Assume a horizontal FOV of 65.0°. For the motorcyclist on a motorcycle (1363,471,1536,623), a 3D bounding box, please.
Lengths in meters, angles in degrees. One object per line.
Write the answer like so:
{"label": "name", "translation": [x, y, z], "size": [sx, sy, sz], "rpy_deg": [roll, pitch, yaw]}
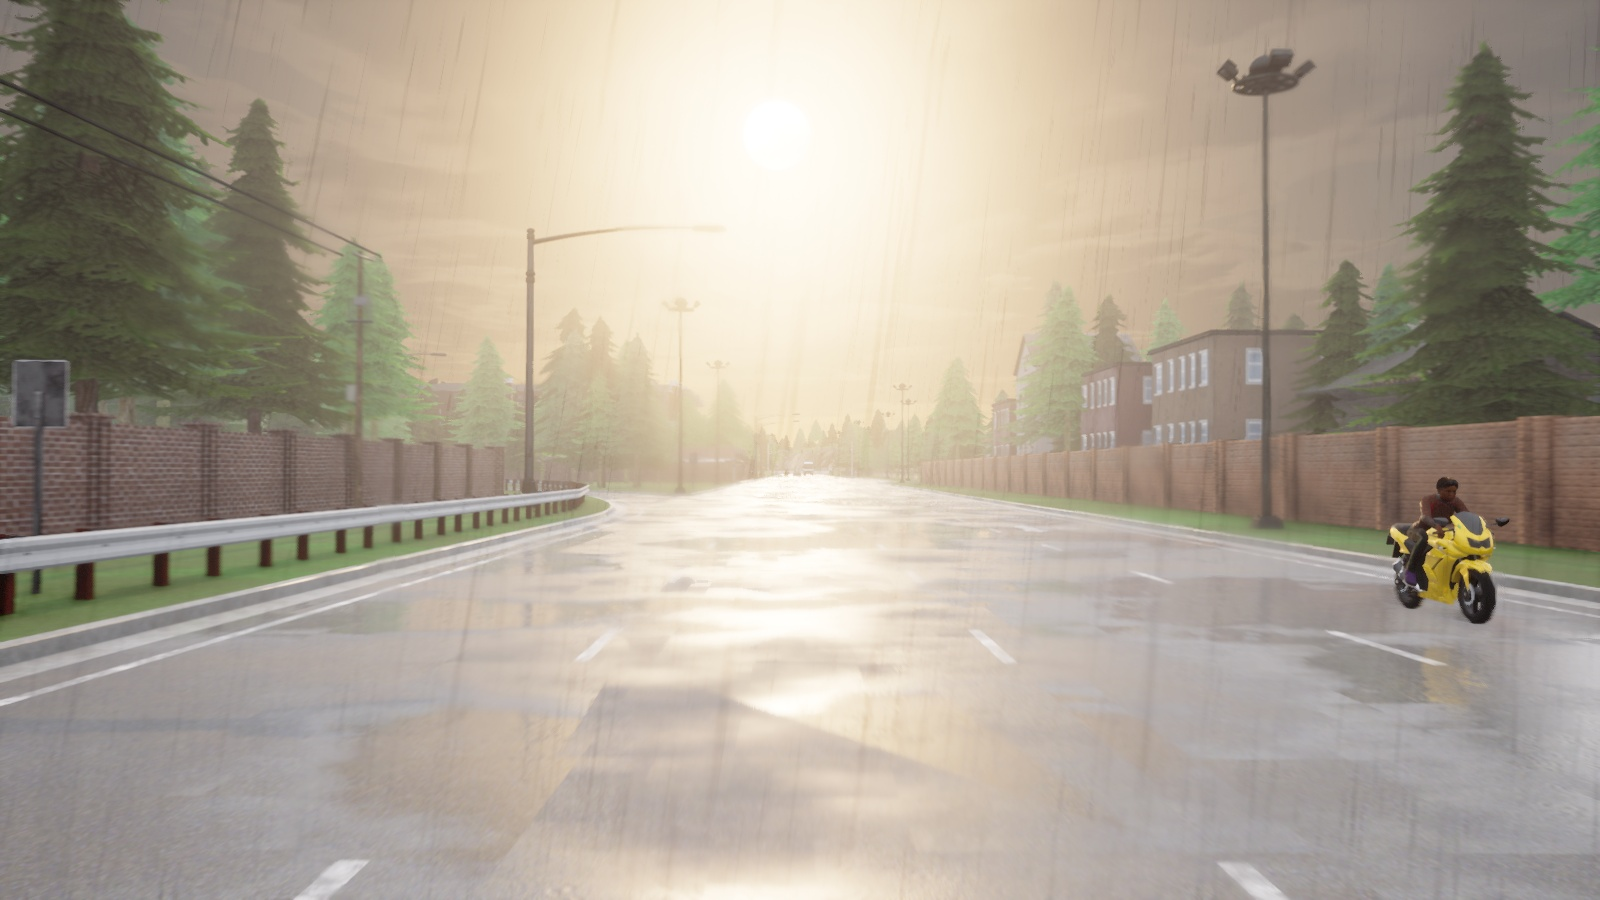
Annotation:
{"label": "motorcyclist on a motorcycle", "translation": [6.967, 0.990, 13.608], "size": [0.797, 1.523, 2.044], "rpy_deg": [0, -1, 0]}
